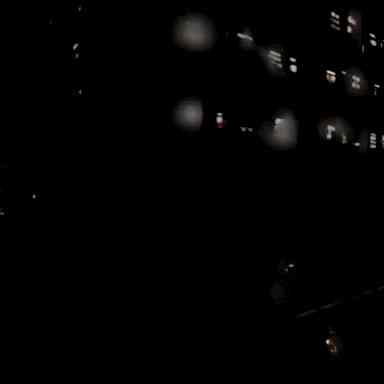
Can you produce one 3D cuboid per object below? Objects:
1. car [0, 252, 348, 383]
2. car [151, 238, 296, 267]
[{"bbox_3d":[-0.612,1.566,2.637,4.181,1.385,1.994,0,0,-36],"label":"car"},{"bbox_3d":[0.287,1.584,6.316,4.206,1.307,1.802,0,-1,-36],"label":"car"}]
